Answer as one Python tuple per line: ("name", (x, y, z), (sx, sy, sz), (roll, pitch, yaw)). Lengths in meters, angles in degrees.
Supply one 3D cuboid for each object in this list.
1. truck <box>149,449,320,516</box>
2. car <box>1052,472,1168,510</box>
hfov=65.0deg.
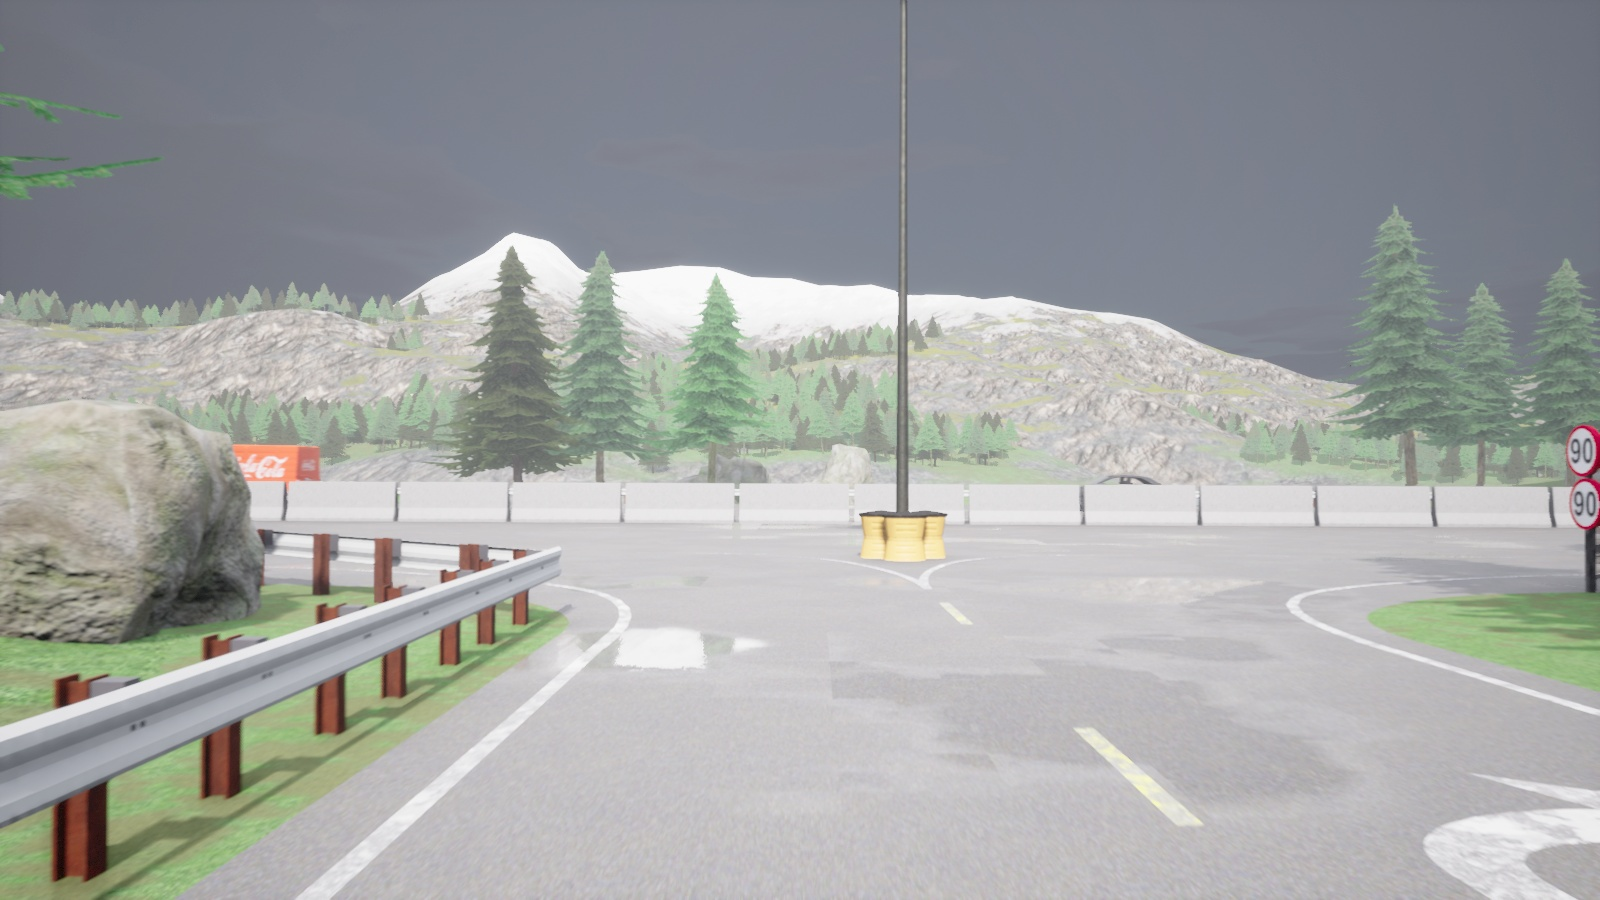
("truck", (-21.130, 1.208, 47.114), (5.204, 2.467, 2.627), (0, -1, 1))
("car", (12.289, 1.620, 49.953), (4.193, 1.474, 1.816), (0, -1, 1))
